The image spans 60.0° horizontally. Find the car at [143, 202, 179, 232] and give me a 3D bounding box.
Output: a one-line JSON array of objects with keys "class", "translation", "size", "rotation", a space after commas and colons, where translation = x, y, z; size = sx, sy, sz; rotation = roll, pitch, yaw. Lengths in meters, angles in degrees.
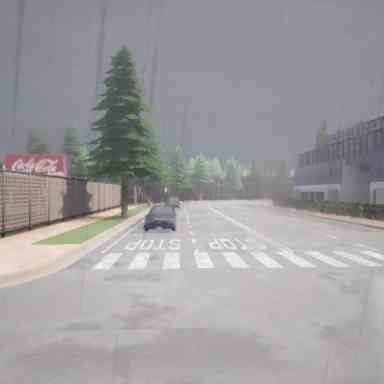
[{"class": "car", "translation": [-1.839, 1.553, 20.568], "size": [2.033, 1.411, 5.357], "rotation": [0, 0, -2]}]

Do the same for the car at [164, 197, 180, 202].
[{"class": "car", "translation": [-2.673, 1.515, 45.379], "size": [1.837, 1.490, 4.892], "rotation": [-1, 0, -1]}]
